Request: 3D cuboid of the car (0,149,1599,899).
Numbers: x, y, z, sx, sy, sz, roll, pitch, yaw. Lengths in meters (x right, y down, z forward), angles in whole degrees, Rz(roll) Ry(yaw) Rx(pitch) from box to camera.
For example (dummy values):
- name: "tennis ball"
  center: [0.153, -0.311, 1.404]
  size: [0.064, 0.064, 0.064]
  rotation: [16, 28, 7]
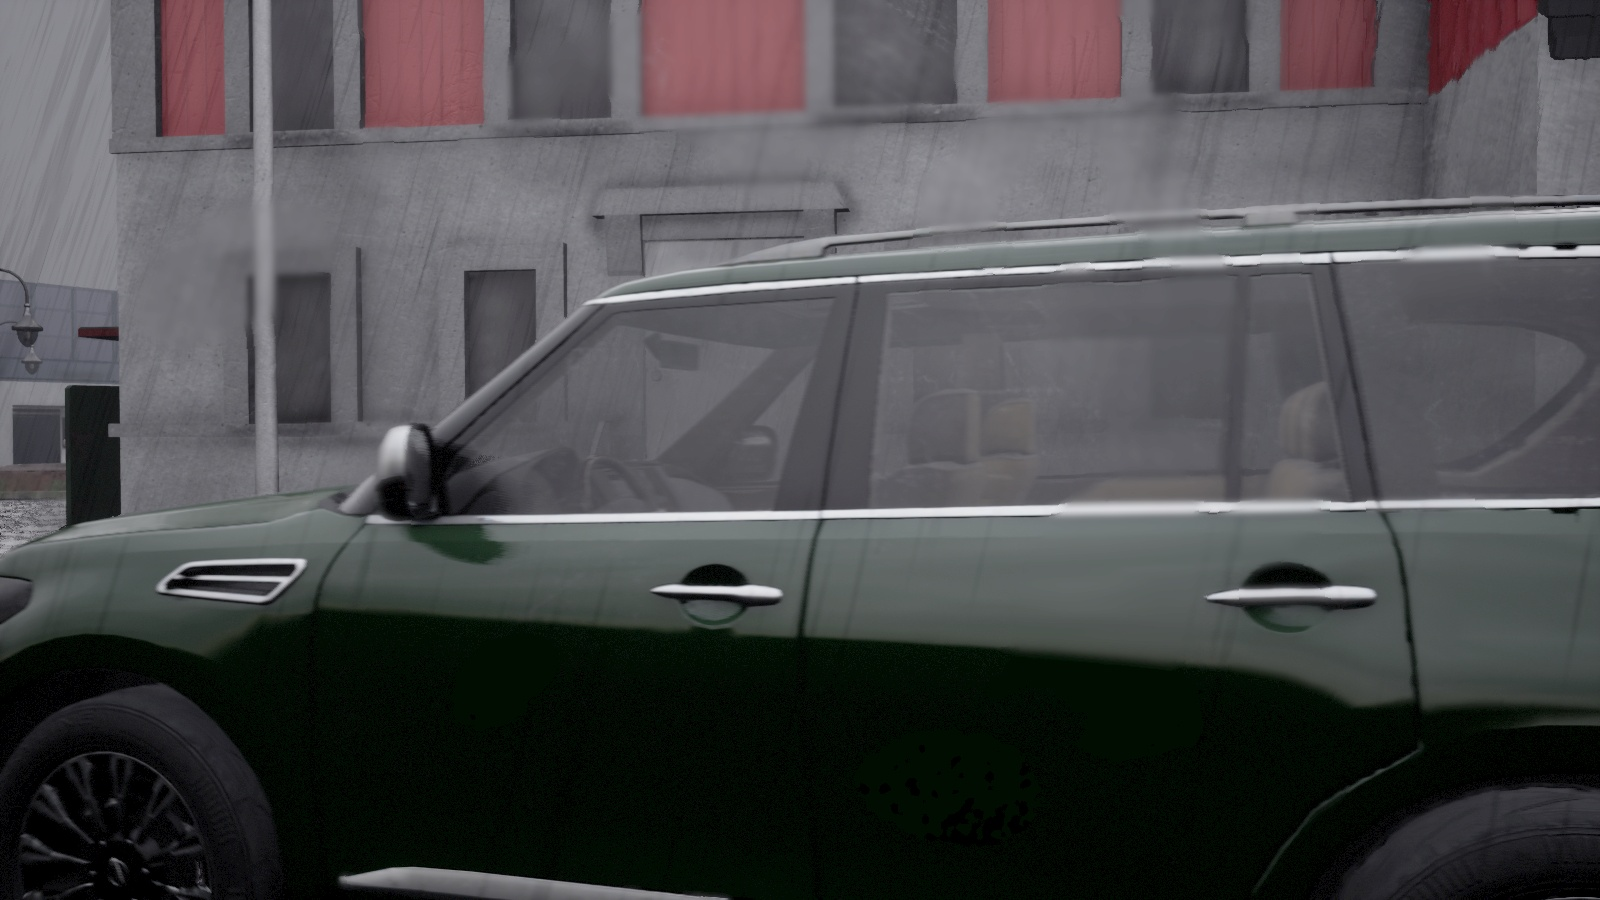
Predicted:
- name: "car"
  center: [0.233, 0.488, 3.620]
  size: [5.566, 2.045, 2.150]
  rotation: [1, 1, 18]
